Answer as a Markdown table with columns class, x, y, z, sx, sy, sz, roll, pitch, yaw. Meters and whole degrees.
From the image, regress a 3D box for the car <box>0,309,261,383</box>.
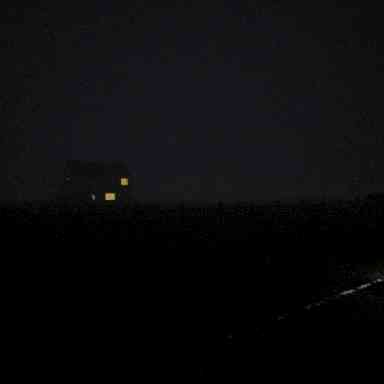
| class | x | y | z | sx | sy | sz | roll | pitch | yaw |
| --- | --- | --- | --- | --- | --- | --- | --- | --- | --- |
| car | -1.866 | 1.547 | 1.622 | 5.357 | 1.411 | 2.033 | 0 | 0 | -38 |
